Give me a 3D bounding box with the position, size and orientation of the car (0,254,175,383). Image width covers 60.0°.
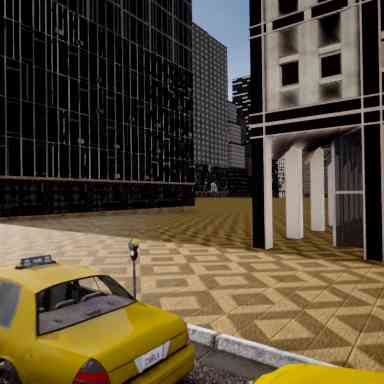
[{"bbox_3d":[-2.251,1.527,4.484,4.829,1.417,1.752,0,-1,35],"label":"car"}]

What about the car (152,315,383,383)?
[{"bbox_3d":[2.252,1.525,1.287,4.829,1.417,1.752,0,-1,35],"label":"car"}]
